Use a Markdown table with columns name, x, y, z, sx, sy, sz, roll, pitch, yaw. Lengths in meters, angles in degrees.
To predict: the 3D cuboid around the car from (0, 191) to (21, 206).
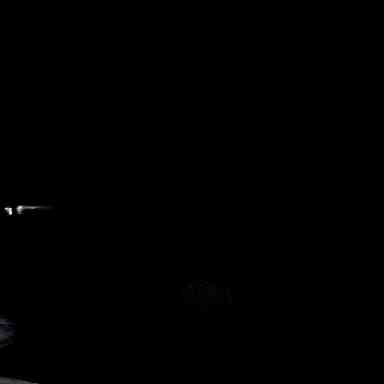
| name | x | y | z | sx | sy | sz | roll | pitch | yaw |
| --- | --- | --- | --- | --- | --- | --- | --- | --- | --- |
| car | -21.955 | 0.808 | 39.003 | 4.902 | 1.511 | 2.128 | 2 | 3 | 36 |
